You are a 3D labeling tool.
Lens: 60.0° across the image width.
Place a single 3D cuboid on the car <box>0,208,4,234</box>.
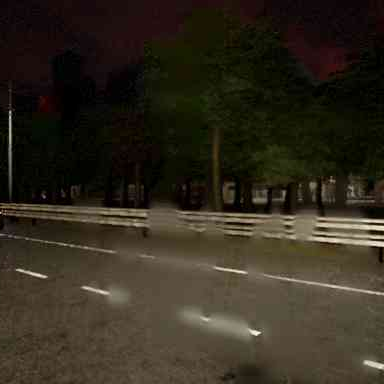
[{"bbox_3d":[-11.414,1.218,16.340,5.566,2.045,2.150,0,0,36],"label":"car"}]
